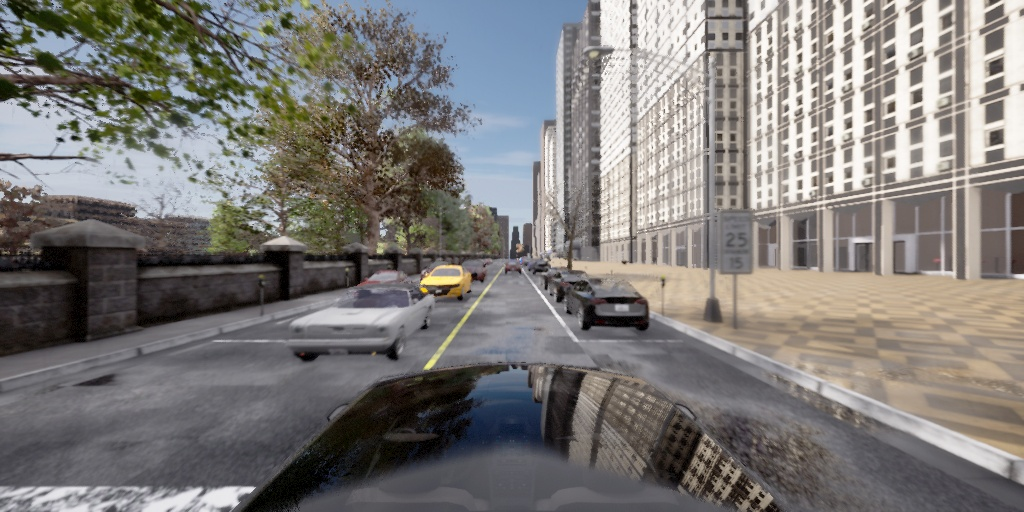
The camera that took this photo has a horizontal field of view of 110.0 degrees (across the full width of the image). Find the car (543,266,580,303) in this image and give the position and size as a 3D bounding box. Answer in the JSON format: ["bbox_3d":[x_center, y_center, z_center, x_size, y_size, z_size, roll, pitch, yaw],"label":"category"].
[{"bbox_3d":[2.691,1.304,16.491,1.948,1.339,4.313,0,0,0],"label":"car"}]

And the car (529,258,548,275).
[{"bbox_3d":[3.150,1.233,39.170,1.837,1.490,4.892,0,0,0],"label":"car"}]

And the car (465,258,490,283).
[{"bbox_3d":[-3.085,1.084,27.962,2.097,1.767,4.553,0,0,0],"label":"car"}]

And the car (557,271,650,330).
[{"bbox_3d":[2.690,1.308,10.858,1.948,1.339,4.313,0,0,0],"label":"car"}]

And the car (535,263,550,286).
[{"bbox_3d":[2.692,1.301,22.123,1.948,1.339,4.313,0,0,0],"label":"car"}]

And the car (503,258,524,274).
[{"bbox_3d":[0.106,1.255,40.464,1.812,1.442,4.674,0,0,0],"label":"car"}]

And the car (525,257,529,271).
[{"bbox_3d":[3.119,1.082,46.140,2.097,1.767,4.553,0,0,0],"label":"car"}]

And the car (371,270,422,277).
[{"bbox_3d":[-5.690,1.320,16.492,1.802,1.307,4.207,0,0,0],"label":"car"}]

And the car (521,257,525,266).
[{"bbox_3d":[2.696,1.282,61.549,2.007,1.370,4.403,0,0,0],"label":"car"}]

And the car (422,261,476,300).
[{"bbox_3d":[-3.099,1.215,17.715,1.882,1.535,5.008,0,0,0],"label":"car"}]

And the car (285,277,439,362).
[{"bbox_3d":[-3.098,1.345,8.384,1.895,1.301,4.718,0,0,-3],"label":"car"}]
